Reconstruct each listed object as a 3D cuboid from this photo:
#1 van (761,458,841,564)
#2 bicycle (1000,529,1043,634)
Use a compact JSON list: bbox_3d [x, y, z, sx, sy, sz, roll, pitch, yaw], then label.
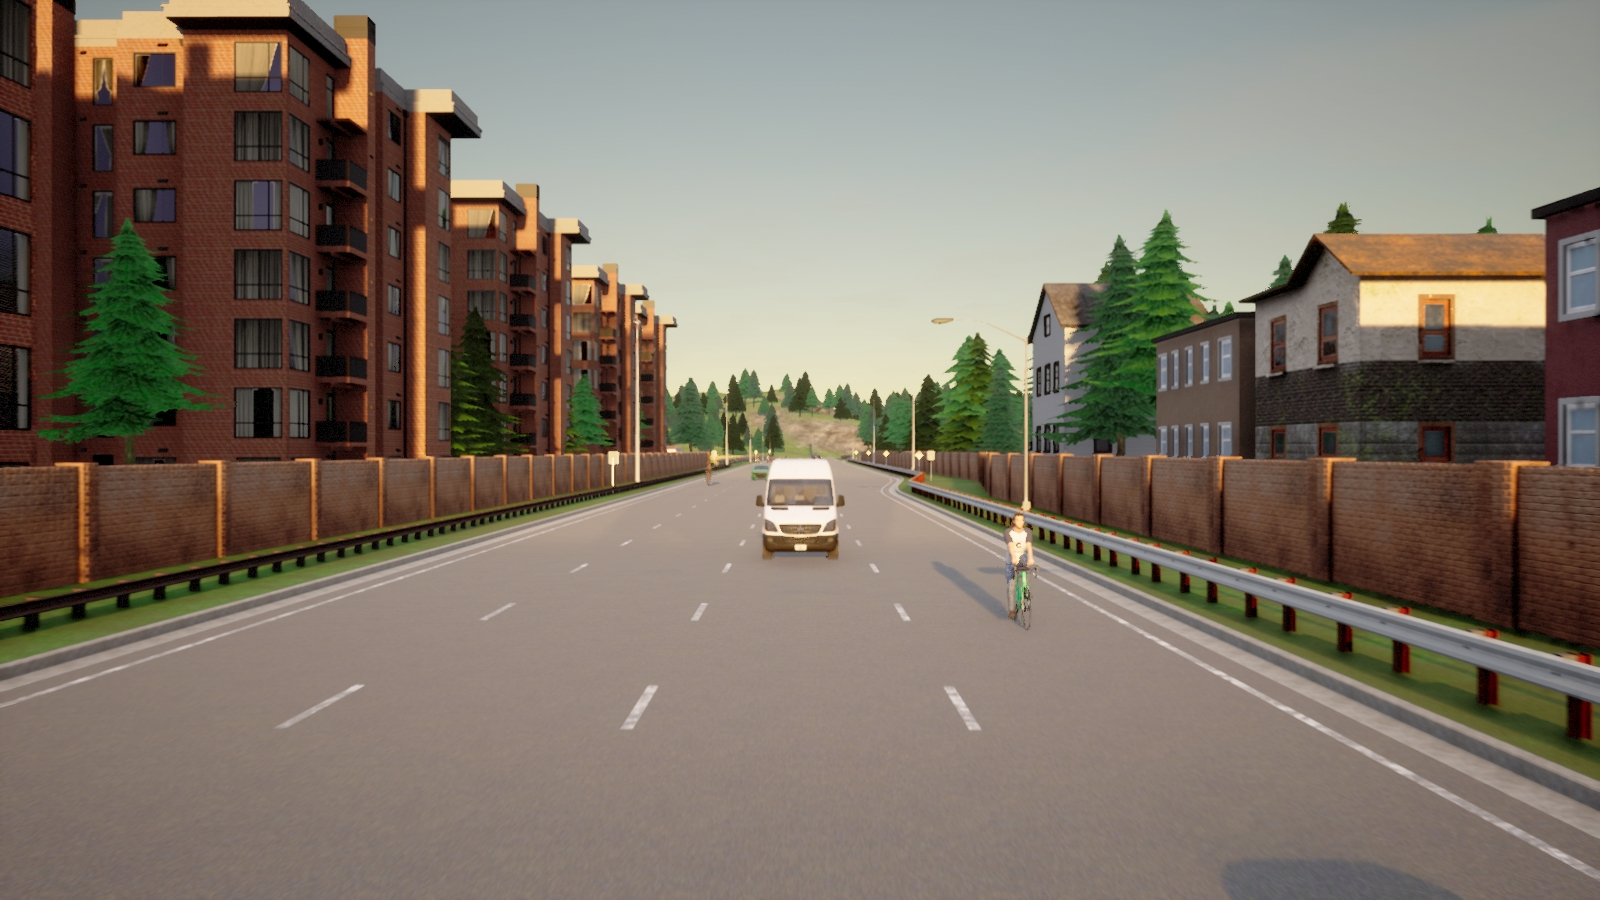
[{"bbox_3d":[0.017,1.532,31.225,1.988,2.561,5.915,0,0,0],"label":"van"},{"bbox_3d":[3.512,2.054,18.196,0.373,1.496,1.643,0,0,0],"label":"bicycle"}]
